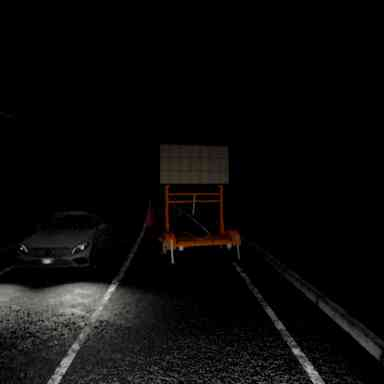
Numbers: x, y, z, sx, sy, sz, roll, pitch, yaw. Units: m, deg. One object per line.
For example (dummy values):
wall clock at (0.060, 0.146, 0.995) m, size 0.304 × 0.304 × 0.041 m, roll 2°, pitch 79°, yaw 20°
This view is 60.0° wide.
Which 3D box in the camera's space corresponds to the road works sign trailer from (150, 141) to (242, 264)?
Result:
road works sign trailer at (0.041, 0.175, 10.817) m, size 2.380 × 3.560 × 2.880 m, roll -1°, pitch 1°, yaw -16°

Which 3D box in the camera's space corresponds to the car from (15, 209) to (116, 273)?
car at (-3.479, 1.265, 9.983) m, size 1.812 × 1.442 × 4.674 m, roll 0°, pitch 1°, yaw -4°
